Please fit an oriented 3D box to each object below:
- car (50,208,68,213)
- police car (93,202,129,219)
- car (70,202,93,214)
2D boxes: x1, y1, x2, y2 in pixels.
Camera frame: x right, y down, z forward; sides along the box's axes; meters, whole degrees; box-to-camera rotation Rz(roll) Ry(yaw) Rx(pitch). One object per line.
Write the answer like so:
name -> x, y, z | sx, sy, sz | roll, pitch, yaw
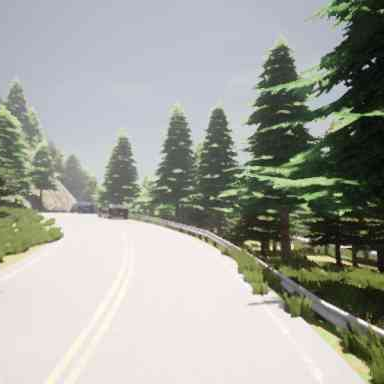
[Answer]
car -> -22.685, 3.408, 57.166 | 2.033, 1.411, 5.357 | 0, -8, -4
police car -> -8.281, 1.898, 34.582 | 1.930, 1.638, 5.238 | 4, -2, -33
car -> -13.908, 2.017, 42.590 | 1.882, 1.535, 5.008 | 3, -3, -30
